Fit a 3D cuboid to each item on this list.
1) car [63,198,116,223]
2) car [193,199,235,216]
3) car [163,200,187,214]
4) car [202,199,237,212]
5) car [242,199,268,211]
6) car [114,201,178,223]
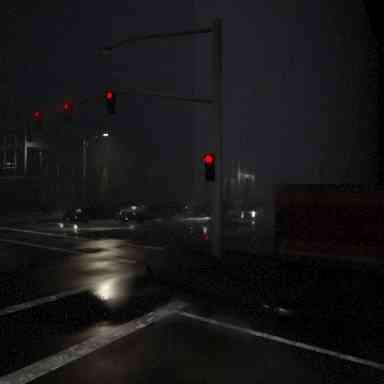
[{"bbox_3d":[-7.748,1.404,26.047,2.097,1.767,4.553,0,0,36],"label":"car"},{"bbox_3d":[2.039,1.530,33.693,1.882,1.535,5.008,0,0,35],"label":"car"},{"bbox_3d":[-2.425,1.557,33.475,1.837,1.490,4.892,0,0,36],"label":"car"},{"bbox_3d":[3.537,1.599,41.789,2.033,1.411,5.357,0,0,35],"label":"car"},{"bbox_3d":[8.015,1.578,42.007,1.812,1.442,4.674,0,0,36],"label":"car"},{"bbox_3d":[-3.483,1.653,25.994,1.895,1.301,4.718,0,0,36],"label":"car"}]
